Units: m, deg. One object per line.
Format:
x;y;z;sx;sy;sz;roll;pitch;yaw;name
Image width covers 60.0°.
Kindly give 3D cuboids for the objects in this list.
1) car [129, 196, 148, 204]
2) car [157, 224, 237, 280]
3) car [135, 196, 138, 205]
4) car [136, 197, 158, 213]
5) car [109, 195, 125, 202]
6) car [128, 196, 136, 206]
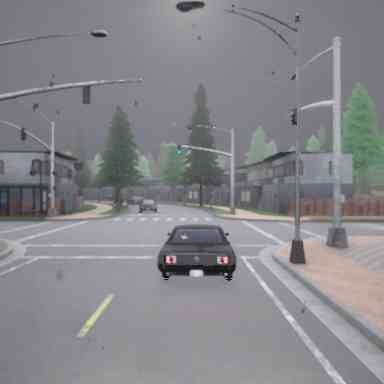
-10.646;1.583;65.969;1.994;1.385;4.181;0;0;-36;car
0.188;1.609;9.978;1.895;1.301;4.718;0;0;2;car
-6.240;1.551;46.045;2.033;1.411;5.357;0;0;-14;car
-4.759;1.521;36.468;1.812;1.442;4.674;0;0;-6;car
-16.614;1.383;74.056;1.812;1.442;4.674;0;0;-45;car
-9.415;1.516;55.509;1.837;1.490;4.892;0;0;-23;car
